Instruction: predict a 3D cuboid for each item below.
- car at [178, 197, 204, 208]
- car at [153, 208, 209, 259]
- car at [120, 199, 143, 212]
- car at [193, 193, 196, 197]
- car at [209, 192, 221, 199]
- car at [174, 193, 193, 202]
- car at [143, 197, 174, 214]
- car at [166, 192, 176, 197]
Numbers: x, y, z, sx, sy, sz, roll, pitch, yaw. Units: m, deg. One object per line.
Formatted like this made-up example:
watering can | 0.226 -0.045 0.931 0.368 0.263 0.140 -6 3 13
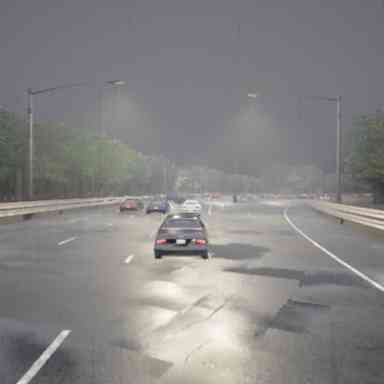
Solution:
car | -0.020 1.484 31.049 1.812 1.442 4.674 0 0 2
car | -0.340 1.540 12.548 2.033 1.411 5.357 0 0 0
car | -6.687 1.479 37.437 1.994 1.385 4.181 0 0 3
car | -0.125 1.142 94.820 2.097 1.767 4.553 0 0 10
car | 7.039 1.034 95.105 2.150 2.045 5.566 0 0 10
car | -1.437 1.389 60.305 1.837 1.490 4.892 0 0 6
car | -3.348 1.499 33.893 1.994 1.385 4.181 0 0 3
car | -3.983 1.071 69.406 2.150 2.045 5.566 0 0 8
